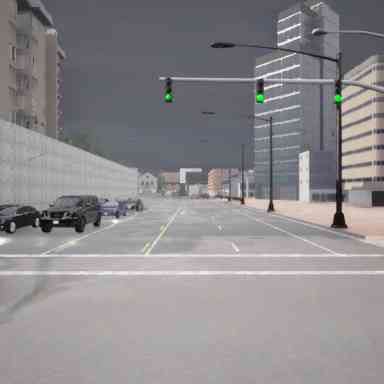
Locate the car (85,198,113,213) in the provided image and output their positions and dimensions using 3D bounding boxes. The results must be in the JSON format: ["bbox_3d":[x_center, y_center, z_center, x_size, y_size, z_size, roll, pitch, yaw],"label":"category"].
[{"bbox_3d":[-10.600,1.505,38.363,1.837,1.490,4.892,0,0,0],"label":"car"}]

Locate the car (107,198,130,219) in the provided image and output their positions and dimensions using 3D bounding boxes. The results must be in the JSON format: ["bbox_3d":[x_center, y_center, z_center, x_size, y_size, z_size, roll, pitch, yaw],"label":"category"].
[{"bbox_3d":[-7.104,1.526,29.748,1.812,1.442,4.674,0,0,0],"label":"car"}]

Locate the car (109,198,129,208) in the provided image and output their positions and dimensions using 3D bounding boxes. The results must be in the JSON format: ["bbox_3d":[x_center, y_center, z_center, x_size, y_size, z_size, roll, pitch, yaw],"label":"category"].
[{"bbox_3d":[-10.564,1.601,48.423,1.895,1.301,4.718,0,0,0],"label":"car"}]

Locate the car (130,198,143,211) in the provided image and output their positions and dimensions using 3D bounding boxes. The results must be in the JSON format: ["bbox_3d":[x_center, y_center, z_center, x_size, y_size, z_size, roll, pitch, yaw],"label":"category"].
[{"bbox_3d":[-7.097,1.491,40.091,2.128,1.511,4.902,0,0,0],"label":"car"}]

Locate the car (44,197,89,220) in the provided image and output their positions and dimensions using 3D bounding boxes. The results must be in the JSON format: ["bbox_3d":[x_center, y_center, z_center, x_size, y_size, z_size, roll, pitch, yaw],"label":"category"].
[{"bbox_3d":[-10.605,1.352,28.545,2.097,1.767,4.553,0,0,0],"label":"car"}]

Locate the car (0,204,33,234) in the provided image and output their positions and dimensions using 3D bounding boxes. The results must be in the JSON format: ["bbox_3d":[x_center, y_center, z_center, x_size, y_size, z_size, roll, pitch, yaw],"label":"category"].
[{"bbox_3d":[-10.603,1.505,19.477,1.837,1.490,4.892,0,0,0],"label":"car"}]

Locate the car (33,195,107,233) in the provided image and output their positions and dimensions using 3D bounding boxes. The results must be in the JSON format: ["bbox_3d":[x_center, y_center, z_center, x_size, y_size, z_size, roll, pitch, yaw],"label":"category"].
[{"bbox_3d":[-7.100,1.221,20.108,2.150,2.045,5.566,0,0,0],"label":"car"}]
